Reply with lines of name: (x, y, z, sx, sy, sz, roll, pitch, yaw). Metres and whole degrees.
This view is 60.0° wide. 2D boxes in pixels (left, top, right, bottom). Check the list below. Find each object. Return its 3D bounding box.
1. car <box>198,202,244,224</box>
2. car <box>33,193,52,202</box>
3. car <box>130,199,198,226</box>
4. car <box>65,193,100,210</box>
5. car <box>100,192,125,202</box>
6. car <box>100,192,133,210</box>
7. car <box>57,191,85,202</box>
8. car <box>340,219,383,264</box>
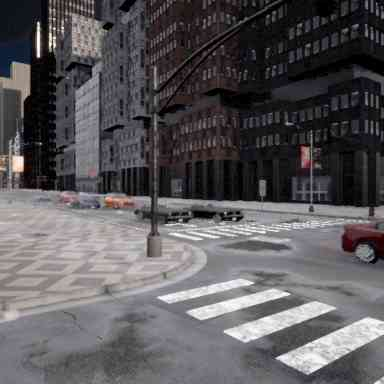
car: (1.344, 1.371, 22.824, 1.895, 1.301, 4.718, 0, 1, -38)
car: (-23.013, 0.840, 51.140, 1.895, 1.301, 4.718, 0, 1, -36)
car: (-1.963, 1.361, 21.747, 1.895, 1.301, 4.718, 0, 1, -36)
car: (-11.173, 1.084, 34.538, 2.033, 1.411, 5.357, 0, 1, -36)
car: (-12.991, 0.763, 54.077, 2.128, 1.511, 4.902, 0, 1, -36)
car: (-7.616, 0.906, 35.163, 2.097, 1.767, 4.553, 0, 1, -36)
car: (-18.250, 0.635, 50.028, 2.097, 1.767, 4.553, 0, 1, -35)
car: (6.863, 1.450, 9.490, 1.882, 1.535, 5.008, 0, 1, -36)
